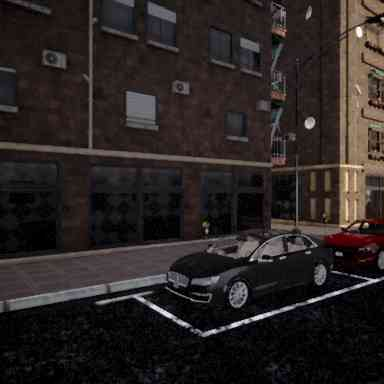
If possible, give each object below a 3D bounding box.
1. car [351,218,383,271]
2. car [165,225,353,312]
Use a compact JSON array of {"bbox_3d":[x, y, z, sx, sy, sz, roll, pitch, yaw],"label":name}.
[{"bbox_3d":[6.066,1.541,10.885,4.507,1.381,1.887,0,0,-36],"label":"car"},{"bbox_3d":[1.478,1.549,7.612,4.403,1.369,2.008,0,0,-36],"label":"car"}]
